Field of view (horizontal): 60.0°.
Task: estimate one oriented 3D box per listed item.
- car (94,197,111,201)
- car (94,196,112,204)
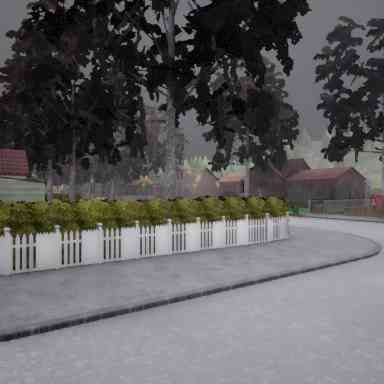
[{"bbox_3d":[-15.393,1.541,54.776,1.812,1.442,4.674,0,0,-35],"label":"car"},{"bbox_3d":[-17.267,1.564,64.464,1.994,1.385,4.181,0,0,-36],"label":"car"}]
